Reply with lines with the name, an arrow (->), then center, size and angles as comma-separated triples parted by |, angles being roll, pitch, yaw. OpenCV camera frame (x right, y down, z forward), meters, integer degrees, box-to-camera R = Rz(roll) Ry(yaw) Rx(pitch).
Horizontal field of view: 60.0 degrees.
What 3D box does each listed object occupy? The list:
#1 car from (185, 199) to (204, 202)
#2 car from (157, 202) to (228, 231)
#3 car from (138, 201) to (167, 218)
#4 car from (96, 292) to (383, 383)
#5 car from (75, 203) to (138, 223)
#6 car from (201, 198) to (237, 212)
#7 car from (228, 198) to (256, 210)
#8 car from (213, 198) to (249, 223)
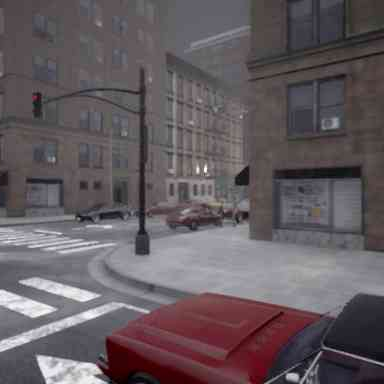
car -> 0.018, 1.423, 33.228 | 1.887, 1.381, 4.507 | 0, 0, 35
car -> 0.151, 1.473, 19.584 | 1.802, 1.307, 4.206 | 0, 0, 35
car -> -3.184, 1.462, 28.734 | 1.802, 1.307, 4.206 | 0, 0, 35
car -> 1.382, 1.598, 2.706 | 4.718, 1.301, 1.895 | 1, 0, 36
car -> -6.386, 1.448, 24.239 | 1.947, 1.339, 4.313 | 0, 0, 35
car -> 3.121, 1.402, 37.584 | 1.752, 1.417, 4.829 | 0, 0, 35
car -> 6.422, 1.457, 42.217 | 1.802, 1.307, 4.206 | 0, 0, 35
car -> 3.354, 1.329, 24.079 | 1.967, 1.590, 4.097 | 0, 0, 35
